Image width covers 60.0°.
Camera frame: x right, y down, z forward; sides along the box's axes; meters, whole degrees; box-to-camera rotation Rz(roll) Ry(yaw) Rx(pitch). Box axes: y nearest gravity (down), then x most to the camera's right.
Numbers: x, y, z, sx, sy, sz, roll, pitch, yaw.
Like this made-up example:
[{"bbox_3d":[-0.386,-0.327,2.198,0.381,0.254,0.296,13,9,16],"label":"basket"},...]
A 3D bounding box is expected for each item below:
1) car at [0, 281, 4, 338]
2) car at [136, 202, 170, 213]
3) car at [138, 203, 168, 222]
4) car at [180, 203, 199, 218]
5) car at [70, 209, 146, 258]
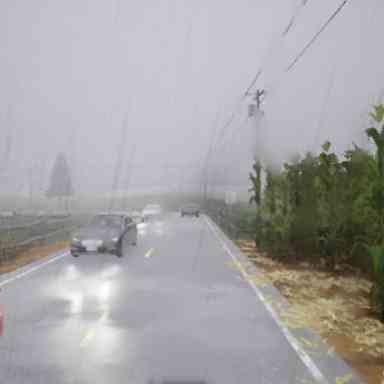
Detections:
[{"bbox_3d":[-3.309,1.246,1.719,2.150,2.045,5.566,0,-1,-1],"label":"car"},{"bbox_3d":[-5.313,2.107,44.980,4.181,1.385,1.994,0,-1,27],"label":"car"},{"bbox_3d":[-3.489,1.892,30.299,1.812,1.442,4.674,0,-1,0],"label":"car"},{"bbox_3d":[-0.263,1.925,35.955,2.128,1.511,4.902,0,-1,-2],"label":"car"},{"bbox_3d":[-3.378,1.658,13.588,2.128,1.511,4.902,0,-1,0],"label":"car"}]
